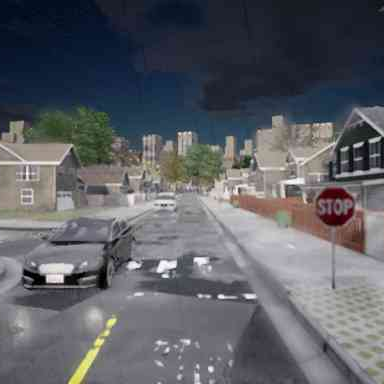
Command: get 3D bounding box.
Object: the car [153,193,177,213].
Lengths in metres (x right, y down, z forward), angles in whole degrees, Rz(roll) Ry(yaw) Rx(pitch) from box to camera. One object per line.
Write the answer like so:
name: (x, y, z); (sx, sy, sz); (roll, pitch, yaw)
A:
car: (-2.730, 1.158, 35.065); (2.150, 2.045, 5.566); (0, 2, 0)

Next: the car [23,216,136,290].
car: (-2.744, 1.453, 9.105); (2.128, 1.511, 4.902); (0, 0, 0)
